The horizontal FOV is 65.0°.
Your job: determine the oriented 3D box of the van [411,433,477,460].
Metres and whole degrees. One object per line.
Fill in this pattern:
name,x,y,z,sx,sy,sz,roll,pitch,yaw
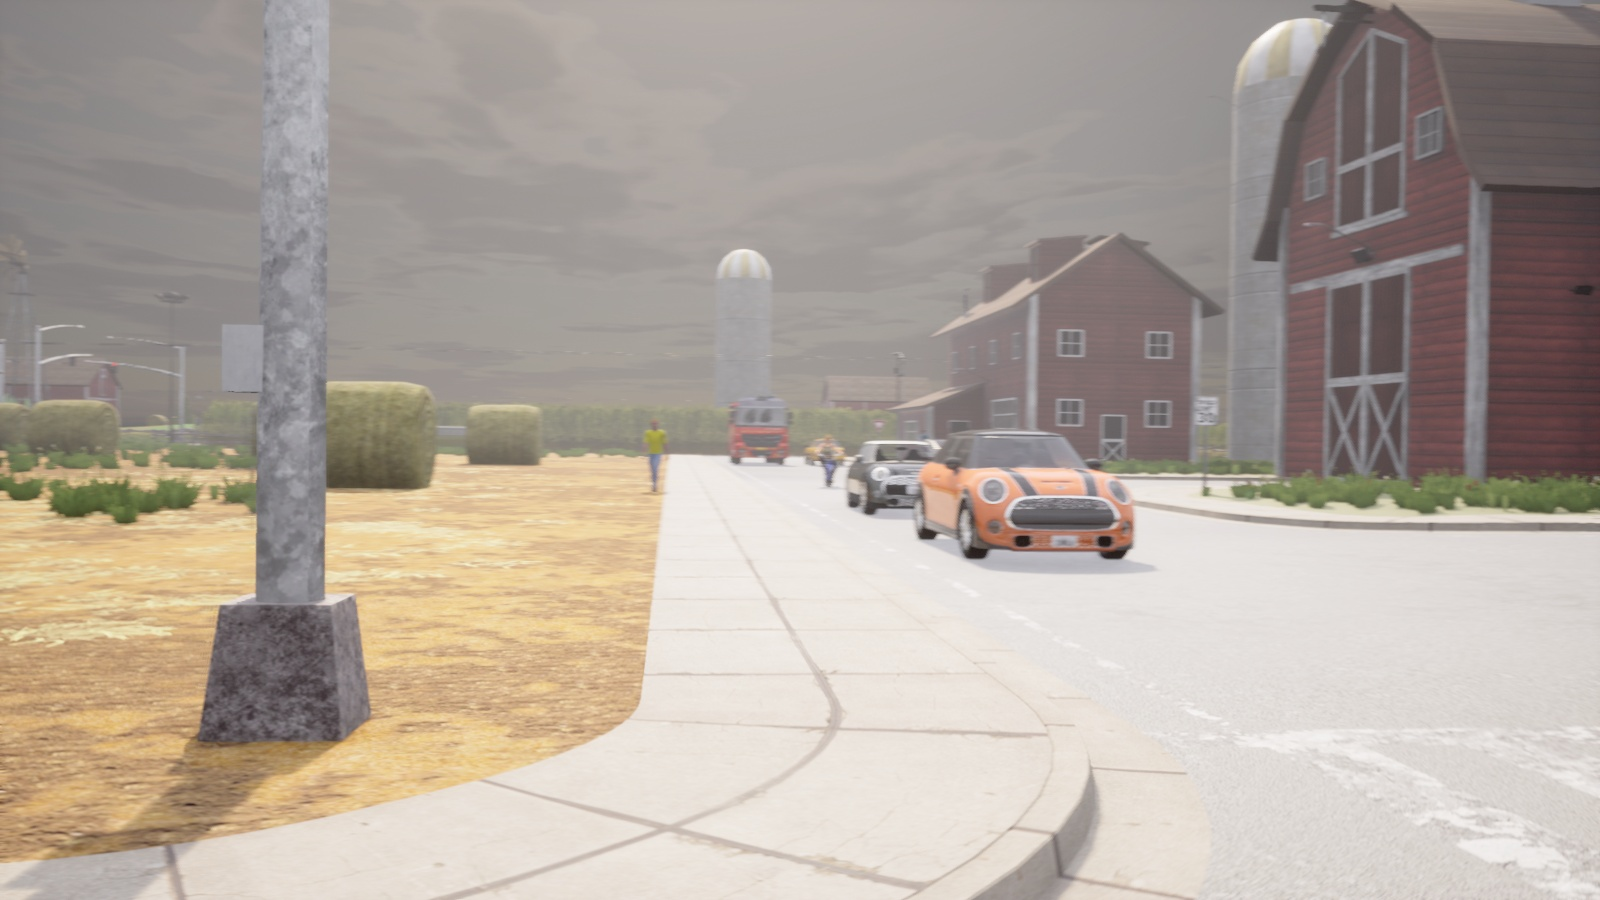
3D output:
van,-26.759,-0.251,94.483,4.442,1.987,1.775,0,1,-5

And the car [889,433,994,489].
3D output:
car,4.215,0.272,38.285,2.128,1.511,4.902,-1,1,-6

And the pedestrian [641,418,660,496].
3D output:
pedestrian,-3.557,0.151,29.949,0.354,1.836,0.706,0,1,-1

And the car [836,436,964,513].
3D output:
car,1.997,0.460,26.200,1.970,1.475,3.806,0,1,-6

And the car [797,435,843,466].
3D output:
car,1.041,0.006,67.825,1.801,1.575,5.366,0,1,-6

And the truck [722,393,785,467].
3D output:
truck,-2.709,-1.095,69.886,2.891,3.827,8.468,0,1,-6

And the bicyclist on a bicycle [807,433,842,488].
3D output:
bicyclist on a bicycle,0.729,0.314,37.885,0.866,1.612,1.509,-1,1,-6

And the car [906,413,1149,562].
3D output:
car,2.944,0.435,17.389,2.097,1.767,4.553,-1,0,-6
